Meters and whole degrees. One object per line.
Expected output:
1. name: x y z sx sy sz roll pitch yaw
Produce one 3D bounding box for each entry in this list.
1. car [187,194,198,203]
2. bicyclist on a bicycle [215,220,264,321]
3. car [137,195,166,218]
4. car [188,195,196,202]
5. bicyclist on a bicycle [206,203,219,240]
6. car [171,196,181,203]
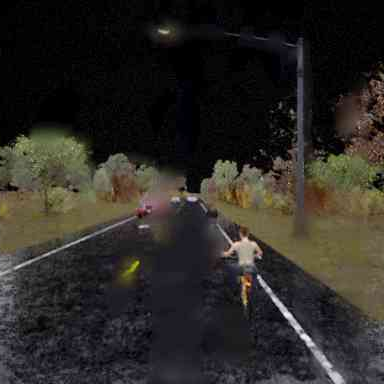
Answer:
1. car: 0.026 1.388 72.799 2.150 2.045 5.566 0 0 0
2. bicyclist on a bicycle: 0.981 1.445 6.330 0.866 1.612 1.509 0 0 0
3. car: -3.585 1.276 30.599 2.150 2.045 5.566 0 0 0
4. car: 0.031 1.552 82.636 2.097 1.767 4.553 0 0 0
5. bicyclist on a bicycle: 0.967 1.394 15.897 0.659 1.776 1.843 0 0 0
6. car: -3.474 1.657 70.898 1.812 1.442 4.674 0 0 0
